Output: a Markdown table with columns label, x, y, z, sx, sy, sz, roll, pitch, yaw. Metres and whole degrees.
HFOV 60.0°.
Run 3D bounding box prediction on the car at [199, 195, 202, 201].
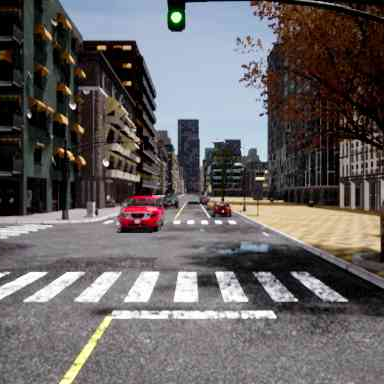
| label | x | y | z | sx | sy | sz | roll | pitch | yaw |
| --- | --- | --- | --- | --- | --- | --- | --- | --- | --- |
| car | 2.858 | 1.656 | 70.679 | 1.752 | 1.417 | 4.829 | 0 | 0 | 0 |

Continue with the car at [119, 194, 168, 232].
| label | x | y | z | sx | sy | sz | roll | pitch | yaw |
| --- | --- | --- | --- | --- | --- | --- | --- | --- | --- |
| car | -2.951 | 1.265 | 20.735 | 2.150 | 2.045 | 5.566 | 0 | 0 | 0 |

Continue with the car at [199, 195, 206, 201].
| label | x | y | z | sx | sy | sz | roll | pitch | yaw |
| --- | --- | --- | --- | --- | --- | --- | --- | --- | --- |
| car | 2.910 | 1.633 | 92.639 | 1.967 | 1.590 | 4.097 | 0 | 0 | 0 |

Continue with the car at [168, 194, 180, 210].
| label | x | y | z | sx | sy | sz | roll | pitch | yaw |
| --- | --- | --- | --- | --- | --- | --- | --- | --- | --- |
| car | -2.892 | 1.301 | 45.474 | 2.150 | 2.045 | 5.566 | 0 | 0 | 0 |

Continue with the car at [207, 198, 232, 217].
| label | x | y | z | sx | sy | sz | roll | pitch | yaw |
| --- | --- | --- | --- | --- | --- | --- | --- | --- | --- |
| car | 2.767 | 1.590 | 31.781 | 1.887 | 1.381 | 4.507 | 0 | 0 | 0 |

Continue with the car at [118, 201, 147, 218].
| label | x | y | z | sx | sy | sz | roll | pitch | yaw |
| --- | --- | --- | --- | --- | --- | --- | --- | --- | --- |
| car | -5.613 | 1.595 | 31.801 | 2.008 | 1.369 | 4.403 | 0 | 0 | 0 |

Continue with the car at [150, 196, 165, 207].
| label | x | y | z | sx | sy | sz | roll | pitch | yaw |
| --- | --- | --- | --- | --- | --- | --- | --- | --- | --- |
| car | -5.561 | 1.531 | 53.932 | 1.967 | 1.590 | 4.097 | 0 | 0 | 0 |

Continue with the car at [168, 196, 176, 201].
| label | x | y | z | sx | sy | sz | roll | pitch | yaw |
| --- | --- | --- | --- | --- | --- | --- | --- | --- | --- |
| car | -5.470 | 1.744 | 92.659 | 2.008 | 1.369 | 4.403 | 0 | 0 | 0 |

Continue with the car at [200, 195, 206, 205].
| label | x | y | z | sx | sy | sz | roll | pitch | yaw |
| --- | --- | --- | --- | --- | --- | --- | --- | --- | --- |
| car | 2.832 | 1.686 | 59.443 | 1.802 | 1.307 | 4.206 | 0 | 0 | 0 |

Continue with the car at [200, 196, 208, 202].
| label | x | y | z | sx | sy | sz | roll | pitch | yaw |
| --- | --- | --- | --- | --- | --- | --- | --- | --- | --- |
| car | 2.884 | 1.705 | 81.575 | 1.887 | 1.381 | 4.507 | 0 | 0 | 0 |

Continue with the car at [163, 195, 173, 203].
| label | x | y | z | sx | sy | sz | roll | pitch | yaw |
| --- | --- | --- | --- | --- | --- | --- | --- | --- | --- |
| car | -5.509 | 1.585 | 76.063 | 1.967 | 1.590 | 4.097 | 0 | 0 | 0 |

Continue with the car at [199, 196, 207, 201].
| label | x | y | z | sx | sy | sz | roll | pitch | yaw |
| --- | --- | --- | --- | --- | --- | --- | --- | --- | --- |
| car | 2.897 | 1.727 | 87.107 | 2.008 | 1.369 | 4.403 | 0 | 0 | 0 |

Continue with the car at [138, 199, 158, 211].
| label | x | y | z | sx | sy | sz | roll | pitch | yaw |
| --- | --- | --- | --- | --- | --- | --- | --- | --- | --- |
| car | -5.587 | 1.617 | 42.867 | 2.008 | 1.369 | 4.403 | 0 | 0 | 0 |

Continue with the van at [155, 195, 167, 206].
| label | x | y | z | sx | sy | sz | roll | pitch | yaw |
| --- | --- | --- | --- | --- | --- | --- | --- | --- | --- |
| van | -5.548 | 1.445 | 59.465 | 1.690 | 1.788 | 3.998 | 0 | 0 | 0 |

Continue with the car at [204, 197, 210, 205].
| label | x | y | z | sx | sy | sz | roll | pitch | yaw |
| --- | --- | --- | --- | --- | --- | --- | --- | --- | --- |
| car | 2.793 | 1.592 | 43.016 | 1.752 | 1.417 | 4.829 | 0 | 0 | 0 |
